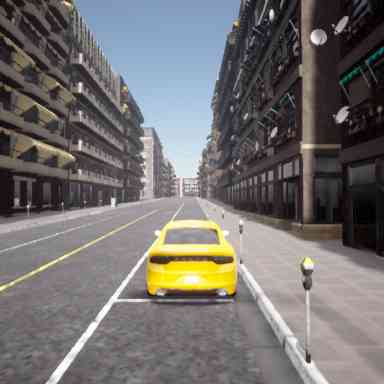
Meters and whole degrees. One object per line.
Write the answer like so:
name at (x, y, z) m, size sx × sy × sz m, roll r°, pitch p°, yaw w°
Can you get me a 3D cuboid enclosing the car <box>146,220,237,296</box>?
car at (-0.006, 1.473, 8.653) m, size 1.882 × 1.535 × 5.008 m, roll 0°, pitch 0°, yaw 0°
